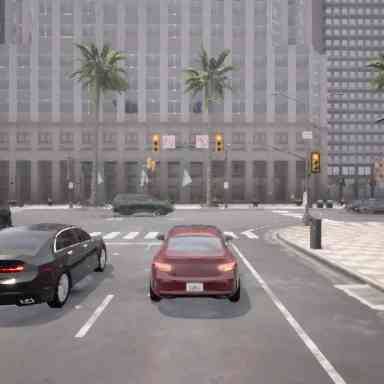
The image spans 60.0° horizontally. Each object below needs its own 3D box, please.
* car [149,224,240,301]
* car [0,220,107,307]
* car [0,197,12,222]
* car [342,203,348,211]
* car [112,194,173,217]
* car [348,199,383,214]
[{"bbox_3d":[0.075,1.526,8.212,1.812,1.442,4.674,0,0,1],"label":"car"},{"bbox_3d":[-3.435,1.505,7.960,1.837,1.490,4.892,0,0,0],"label":"car"},{"bbox_3d":[-10.426,1.221,15.123,2.150,2.045,5.566,0,0,-1],"label":"car"},{"bbox_3d":[19.774,1.491,37.985,4.902,1.511,2.128,0,0,0],"label":"car"},{"bbox_3d":[-4.547,1.221,30.810,5.566,2.045,2.150,0,0,1],"label":"car"},{"bbox_3d":[19.052,1.564,34.485,4.181,1.385,1.994,0,0,0],"label":"car"}]
